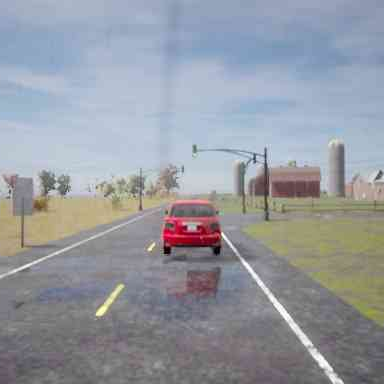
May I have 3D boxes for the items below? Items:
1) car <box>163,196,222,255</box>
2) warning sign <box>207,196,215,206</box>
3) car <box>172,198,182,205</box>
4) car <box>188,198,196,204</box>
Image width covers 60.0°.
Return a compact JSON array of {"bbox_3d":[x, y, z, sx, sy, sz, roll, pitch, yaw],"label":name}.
[{"bbox_3d":[0.002,1.348,14.016,2.150,2.045,5.566,0,0,0],"label":"car"},{"bbox_3d":[3.548,1.653,61.701,1.300,1.860,1.060,0,-1,0],"label":"warning sign"},{"bbox_3d":[-3.493,2.201,79.540,2.128,1.511,4.902,0,0,0],"label":"car"},{"bbox_3d":[0.007,2.164,81.397,1.837,1.490,4.892,0,0,0],"label":"car"}]
